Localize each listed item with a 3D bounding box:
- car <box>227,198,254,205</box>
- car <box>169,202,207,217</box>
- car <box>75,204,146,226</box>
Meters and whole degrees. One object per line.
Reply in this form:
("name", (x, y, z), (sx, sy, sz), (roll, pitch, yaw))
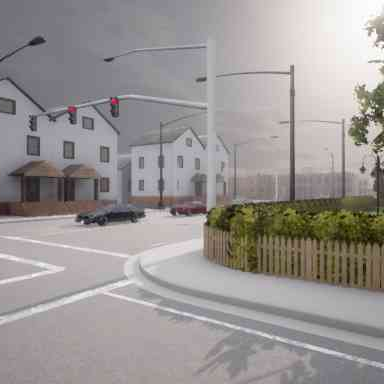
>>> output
("car", (5.938, 1.506, 40.512), (1.837, 1.490, 4.892), (0, 0, 35))
("car", (-0.118, 1.601, 31.749), (1.895, 1.301, 4.718), (0, 0, 35))
("car", (-5.612, 1.547, 23.781), (2.033, 1.411, 5.357), (0, 0, 35))
